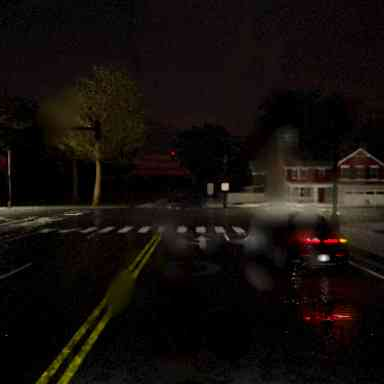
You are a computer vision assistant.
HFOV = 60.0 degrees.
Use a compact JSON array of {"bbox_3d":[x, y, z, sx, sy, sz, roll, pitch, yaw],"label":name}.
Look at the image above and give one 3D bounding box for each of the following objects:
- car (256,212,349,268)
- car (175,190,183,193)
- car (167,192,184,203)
[{"bbox_3d":[3.351,1.425,10.904,1.837,1.490,4.892,0,0,0],"label":"car"},{"bbox_3d":[-2.798,0.671,70.381,2.150,2.045,5.566,0,0,0],"label":"car"},{"bbox_3d":[-2.904,1.141,55.093,1.994,1.385,4.181,0,0,1],"label":"car"}]
